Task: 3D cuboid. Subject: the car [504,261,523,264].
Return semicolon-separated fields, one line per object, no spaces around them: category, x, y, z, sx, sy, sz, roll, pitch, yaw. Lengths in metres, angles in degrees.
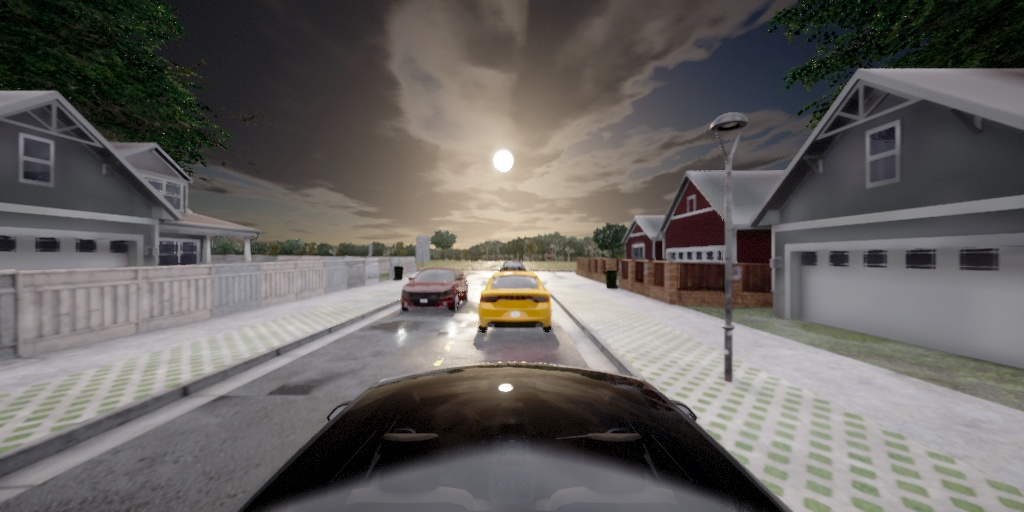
car;0.081;1.111;27.202;1.882;1.535;5.008;0;0;0

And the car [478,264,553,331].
car;0.078;1.183;10.801;1.882;1.535;5.008;0;0;0

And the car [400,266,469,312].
car;-2.845;1.168;14.066;1.882;1.535;5.008;0;0;0
